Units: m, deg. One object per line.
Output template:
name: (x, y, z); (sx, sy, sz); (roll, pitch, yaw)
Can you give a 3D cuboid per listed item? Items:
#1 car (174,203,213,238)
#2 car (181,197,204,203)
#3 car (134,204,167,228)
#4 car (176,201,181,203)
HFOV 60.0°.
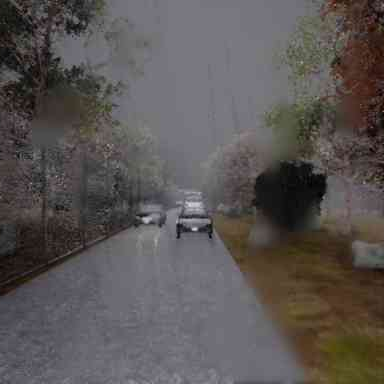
car: (0.134, 1.566, 18.249); (2.128, 1.511, 4.902); (0, 0, 0)
car: (0.225, 1.559, 37.823); (2.150, 2.045, 5.566); (0, -1, 0)
car: (-2.800, 1.611, 23.069); (2.128, 1.511, 4.902); (0, -1, 0)
car: (-2.416, 2.511, 65.746); (1.882, 1.535, 5.008); (0, -2, 1)
